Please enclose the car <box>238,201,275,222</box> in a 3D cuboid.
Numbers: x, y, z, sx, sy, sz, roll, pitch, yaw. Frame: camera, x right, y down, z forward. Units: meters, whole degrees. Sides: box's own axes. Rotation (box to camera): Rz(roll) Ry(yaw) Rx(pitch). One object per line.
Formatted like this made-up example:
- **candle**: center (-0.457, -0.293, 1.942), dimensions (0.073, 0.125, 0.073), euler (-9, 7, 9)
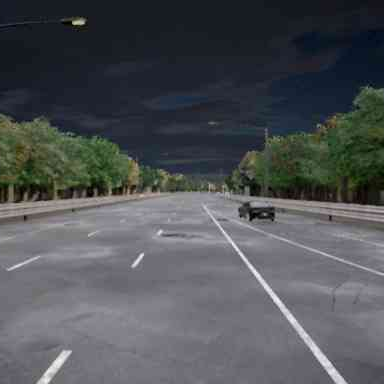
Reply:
- **car**: center (4.906, 1.413, 25.948), dimensions (1.882, 1.535, 5.008), euler (0, 0, -5)
